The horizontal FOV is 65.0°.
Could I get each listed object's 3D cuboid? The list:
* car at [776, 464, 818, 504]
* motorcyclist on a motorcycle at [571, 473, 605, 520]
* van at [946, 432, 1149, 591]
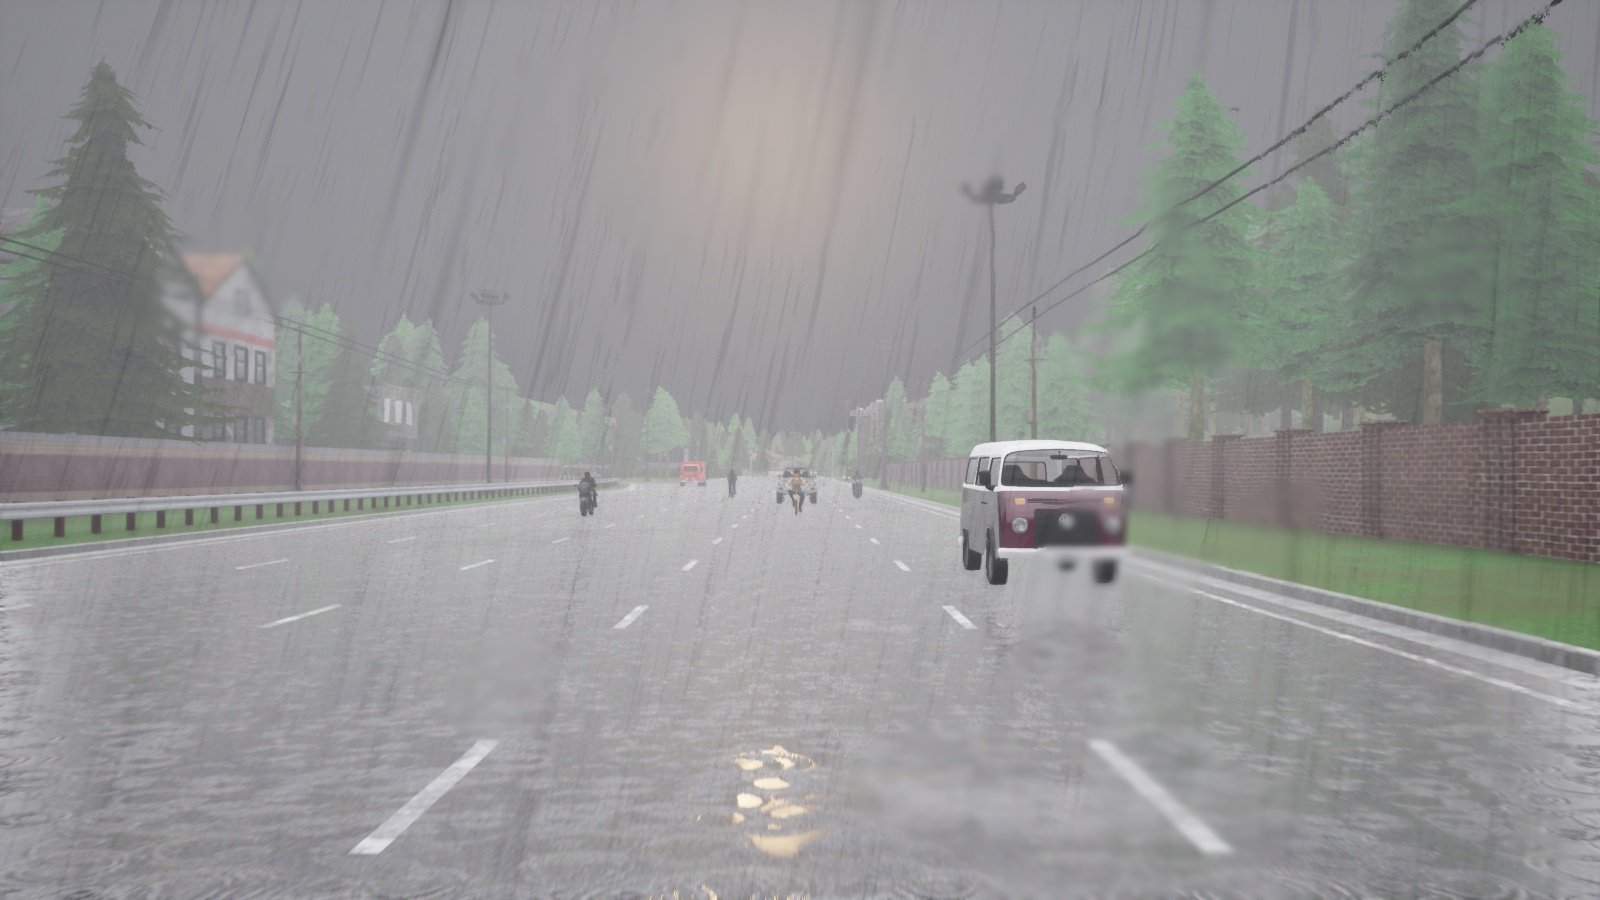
[{"bbox_3d":[-0.147,1.650,60.791,1.932,1.855,4.605,0,-1,0],"label":"car"},{"bbox_3d":[-7.101,1.529,42.069,0.797,1.523,2.044,0,-1,0],"label":"motorcyclist on a motorcycle"},{"bbox_3d":[3.454,0.833,18.449,2.069,2.038,4.480,0,-1,0],"label":"van"}]
